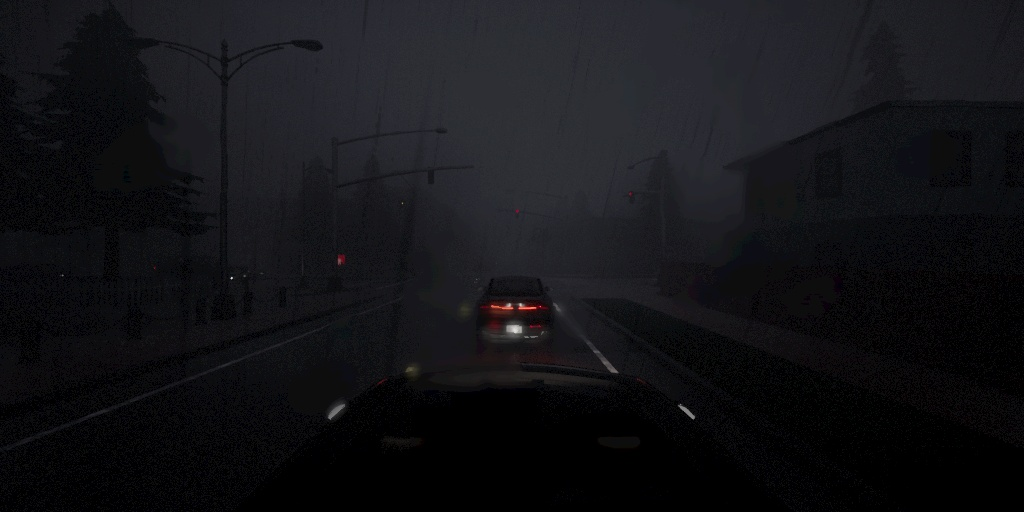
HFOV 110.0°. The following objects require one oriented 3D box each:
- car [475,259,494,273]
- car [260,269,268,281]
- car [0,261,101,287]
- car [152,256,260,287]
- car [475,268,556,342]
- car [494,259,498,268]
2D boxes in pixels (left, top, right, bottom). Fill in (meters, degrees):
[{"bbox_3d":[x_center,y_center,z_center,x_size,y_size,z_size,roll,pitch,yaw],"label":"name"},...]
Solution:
[{"bbox_3d":[-3.495,1.276,44.179,1.812,1.442,4.674,0,0,-1],"label":"car"},{"bbox_3d":[-21.390,1.329,27.723,4.181,1.385,1.994,0,0,-2],"label":"car"},{"bbox_3d":[-31.103,1.257,23.763,4.902,1.511,2.128,0,0,-1],"label":"car"},{"bbox_3d":[-20.665,0.987,24.039,5.566,2.045,2.150,0,0,-1],"label":"car"},{"bbox_3d":[0.092,1.255,9.729,1.837,1.490,4.892,0,0,0],"label":"car"},{"bbox_3d":[-3.460,1.276,54.315,1.812,1.442,4.674,0,0,0],"label":"car"}]
